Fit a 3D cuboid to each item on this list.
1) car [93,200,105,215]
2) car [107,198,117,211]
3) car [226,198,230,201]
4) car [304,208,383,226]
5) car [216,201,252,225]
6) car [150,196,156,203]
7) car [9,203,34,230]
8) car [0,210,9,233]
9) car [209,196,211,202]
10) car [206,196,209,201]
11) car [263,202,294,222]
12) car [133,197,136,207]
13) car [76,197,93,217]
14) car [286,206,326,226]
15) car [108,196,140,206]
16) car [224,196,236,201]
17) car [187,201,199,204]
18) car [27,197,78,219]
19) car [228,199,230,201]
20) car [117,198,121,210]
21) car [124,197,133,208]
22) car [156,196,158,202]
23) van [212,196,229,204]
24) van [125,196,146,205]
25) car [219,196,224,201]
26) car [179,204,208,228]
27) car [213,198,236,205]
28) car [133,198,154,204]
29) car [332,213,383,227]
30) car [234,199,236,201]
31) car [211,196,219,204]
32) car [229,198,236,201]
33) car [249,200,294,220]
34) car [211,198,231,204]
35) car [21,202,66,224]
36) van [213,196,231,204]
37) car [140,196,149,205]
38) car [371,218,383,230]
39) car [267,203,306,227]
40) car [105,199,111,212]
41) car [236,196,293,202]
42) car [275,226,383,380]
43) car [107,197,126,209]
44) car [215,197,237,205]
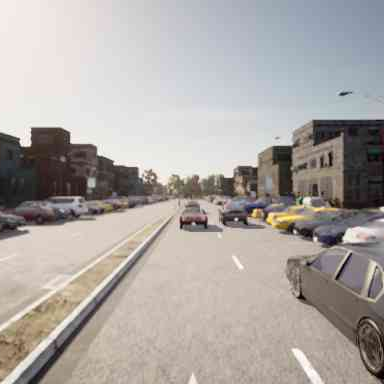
[{"bbox_3d":[-12.657,1.814,37.032,4.792,1.488,2.163,0,-1,0],"label":"car"},{"bbox_3d":[-12.860,1.841,42.590,5.366,1.575,1.946,0,-1,0],"label":"car"},{"bbox_3d":[7.592,1.954,47.321,4.674,1.452,2.002,0,-1,0],"label":"car"},{"bbox_3d":[7.612,1.601,14.104,4.792,1.488,2.163,0,0,0],"label":"car"},{"bbox_3d":[3.094,1.695,25.664,1.837,1.490,4.892,0,-1,0],"label":"car"},{"bbox_3d":[-12.511,2.272,84.272,5.366,1.575,1.946,0,-1,0],"label":"car"},{"bbox_3d":[-12.726,1.629,20.234,4.892,1.521,2.231,0,0,0],"label":"car"},{"bbox_3d":[-12.754,1.635,17.454,4.792,1.488,2.163,0,0,0],"label":"car"},{"bbox_3d":[7.561,2.019,80.287,5.566,2.045,2.435,0,0,0],"label":"car"},{"bbox_3d":[7.322,2.394,94.071,5.366,1.575,1.946,0,-1,0],"label":"car"},{"bbox_3d":[7.827,1.637,22.380,5.366,1.575,1.946,0,-1,0],"label":"car"},{"bbox_3d":[-12.660,1.996,56.477,4.892,1.521,2.231,0,-1,0],"label":"car"},{"bbox_3d":[-12.725,1.477,31.475,5.566,2.045,2.435,0,-1,0],"label":"car"},{"bbox_3d":[7.612,1.623,16.859,4.792,1.488,2.163,0,0,0],"label":"car"},{"bbox_3d":[-12.641,1.773,59.259,5.566,2.045,2.435,0,-1,0],"label":"car"},{"bbox_3d":[7.559,1.820,49.951,4.553,1.767,2.185,0,-1,0],"label":"car"},{"bbox_3d":[0.066,1.863,41.344,1.837,1.490,4.892,0,-1,0],"label":"car"},{"bbox_3d":[-12.735,1.577,28.661,4.553,1.767,2.185,0,-1,0],"label":"car"},{"bbox_3d":[7.598,1.918,44.433,4.674,1.452,2.002,0,-1,0],"label":"car"},{"bbox_3d":[-12.698,1.904,45.367,4.792,1.488,2.163,0,-1,0],"label":"car"},{"bbox_3d":[-12.668,1.965,53.698,5.008,1.535,2.097,0,-1,0],"label":"car"},{"bbox_3d":[-12.701,2.356,92.611,5.008,1.535,2.097,0,-1,0],"label":"car"},{"bbox_3d":[7.634,2.119,88.560,4.442,1.987,1.878,0,-1,0],"label":"van"},{"bbox_3d":[-12.804,1.968,75.936,4.442,1.987,1.878,0,-1,0],"label":"van"},{"bbox_3d":[7.556,1.728,52.710,5.566,2.045,2.435,0,-1,0],"label":"car"},{"bbox_3d":[0.091,1.771,23.499,1.895,1.301,4.718,0,-1,0],"label":"car"},{"bbox_3d":[7.533,2.243,77.402,5.008,1.535,2.097,0,-1,0],"label":"car"},{"bbox_3d":[-12.694,2.302,87.051,5.008,1.535,2.097,0,-1,0],"label":"car"},{"bbox_3d":[7.639,1.592,11.382,4.674,1.452,2.002,0,0,0],"label":"car"},{"bbox_3d":[7.613,1.851,38.919,4.674,1.452,2.002,0,-1,0],"label":"car"},{"bbox_3d":[7.577,1.941,72.013,5.566,2.045,2.435,0,-1,0],"label":"car"},{"bbox_3d":[7.600,1.844,41.677,5.008,1.535,2.097,0,-1,0],"label":"car"},{"bbox_3d":[7.817,1.689,27.894,5.366,1.575,1.946,0,-1,0],"label":"car"},{"bbox_3d":[7.528,2.320,85.800,5.008,1.535,2.097,0,-1,0],"label":"car"},{"bbox_3d":[-12.706,1.716,25.790,4.674,1.452,2.002,0,0,0],"label":"car"},{"bbox_3d":[7.411,2.069,83.044,4.442,1.987,1.878,0,-1,0],"label":"van"},{"bbox_3d":[-12.678,2.168,73.154,4.892,1.521,2.231,0,-1,0],"label":"car"},{"bbox_3d":[7.670,1.562,8.588,4.792,1.488,2.163,0,0,0],"label":"car"},{"bbox_3d":[7.457,1.614,19.617,5.366,1.575,1.946,0,0,0],"label":"car"},{"bbox_3d":[-12.651,1.843,39.810,4.792,1.488,2.163,0,-1,0],"label":"car"},{"bbox_3d":[7.593,1.498,33.409,5.566,2.045,2.435,0,-1,0],"label":"car"},{"bbox_3d":[3.100,1.580,5.452,2.033,1.411,5.357,0,0,0],"label":"car"},{"bbox_3d":[-12.669,1.903,48.023,5.008,1.535,2.097,0,-1,0],"label":"car"},{"bbox_3d":[7.574,2.092,74.646,4.553,1.767,2.185,0,-1,0],"label":"car"}]
